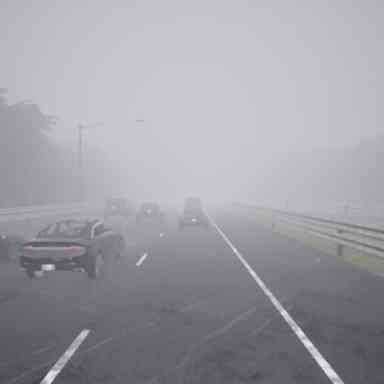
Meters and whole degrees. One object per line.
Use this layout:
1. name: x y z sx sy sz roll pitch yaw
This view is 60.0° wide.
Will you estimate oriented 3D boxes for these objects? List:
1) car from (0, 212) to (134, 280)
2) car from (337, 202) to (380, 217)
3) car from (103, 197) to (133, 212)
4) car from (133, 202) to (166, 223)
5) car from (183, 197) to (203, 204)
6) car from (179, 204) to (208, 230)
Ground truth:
1. car: -3.400 1.591 10.306 2.128 1.511 4.902 0 -1 0
2. car: 19.136 1.986 38.613 1.801 1.575 5.366 0 -1 -18
3. car: -6.887 1.535 31.877 2.150 2.045 5.566 1 0 0
4. car: -3.395 1.639 28.483 2.097 1.767 4.553 0 -1 0
5. car: 0.105 1.635 40.636 2.150 2.045 5.566 0 -1 0
6. car: 0.106 1.796 23.231 1.994 1.385 4.181 0 -1 0
